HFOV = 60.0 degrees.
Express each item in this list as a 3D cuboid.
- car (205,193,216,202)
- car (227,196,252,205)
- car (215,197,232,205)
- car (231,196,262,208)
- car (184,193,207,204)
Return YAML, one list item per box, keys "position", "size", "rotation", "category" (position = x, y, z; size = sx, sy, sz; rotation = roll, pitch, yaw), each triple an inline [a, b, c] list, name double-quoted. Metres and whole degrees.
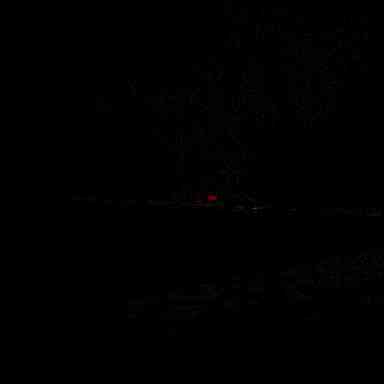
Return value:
- position: [2.810, 1.211, 71.068]
  size: [2.150, 2.045, 5.566]
  rotation: [0, 0, -36]
  category: "car"
- position: [8.888, 1.573, 62.617]
  size: [1.837, 1.490, 4.892]
  rotation: [0, 0, -35]
  category: "car"
- position: [6.946, 1.589, 59.754]
  size: [1.837, 1.490, 4.892]
  rotation: [0, -1, -35]
  category: "car"
- position: [8.733, 1.621, 51.442]
  size: [1.812, 1.442, 4.674]
  rotation: [0, 0, -35]
  category: "car"
- position: [0.184, 1.552, 69.157]
  size: [2.128, 1.511, 4.902]
  rotation: [0, 0, -36]
  category: "car"
